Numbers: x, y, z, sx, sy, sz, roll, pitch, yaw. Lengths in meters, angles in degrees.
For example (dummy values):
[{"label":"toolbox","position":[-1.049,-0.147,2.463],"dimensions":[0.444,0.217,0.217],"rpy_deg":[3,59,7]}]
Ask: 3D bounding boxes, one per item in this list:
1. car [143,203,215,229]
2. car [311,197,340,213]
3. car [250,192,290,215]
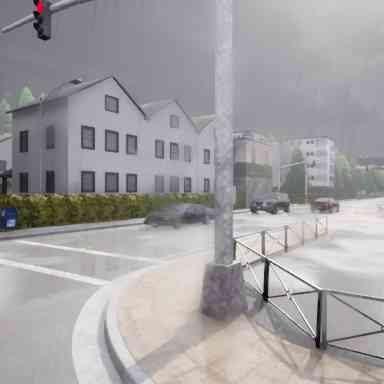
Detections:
[{"label":"car","position":[-0.511,1.360,20.206],"dimensions":[2.033,1.411,5.357],"rpy_deg":[0,0,35]},{"label":"car","position":[13.516,1.289,33.608],"dimensions":[1.882,1.535,5.008],"rpy_deg":[0,0,35]},{"label":"car","position":[7.490,1.034,31.472],"dimensions":[2.150,2.045,5.566],"rpy_deg":[0,0,36]}]
